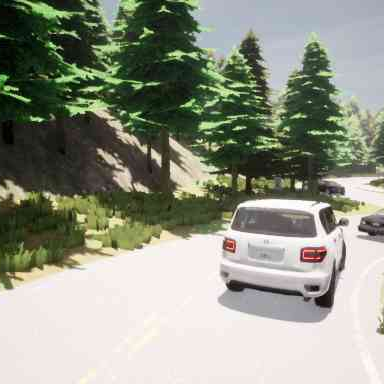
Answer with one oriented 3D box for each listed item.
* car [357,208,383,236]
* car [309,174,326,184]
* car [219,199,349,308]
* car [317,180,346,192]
[{"bbox_3d":[10.132,1.410,15.807,5.357,1.411,2.033,-1,5,-32],"label":"car"},{"bbox_3d":[22.064,-2.333,58.230,1.882,1.535,5.008,3,6,31],"label":"car"},{"bbox_3d":[2.552,1.198,8.360,2.150,2.045,5.566,3,2,27],"label":"car"},{"bbox_3d":[16.075,-0.561,38.908,1.882,1.535,5.008,-1,5,-2],"label":"car"}]
